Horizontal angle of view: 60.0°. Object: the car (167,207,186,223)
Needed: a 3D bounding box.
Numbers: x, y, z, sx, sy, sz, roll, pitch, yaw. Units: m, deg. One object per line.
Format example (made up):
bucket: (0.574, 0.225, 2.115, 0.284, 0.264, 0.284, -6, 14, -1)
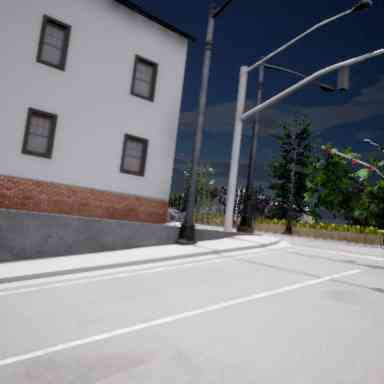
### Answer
car: (-2.442, 2.585, 38.559, 2.097, 1.767, 4.553, 10, -6, -35)
